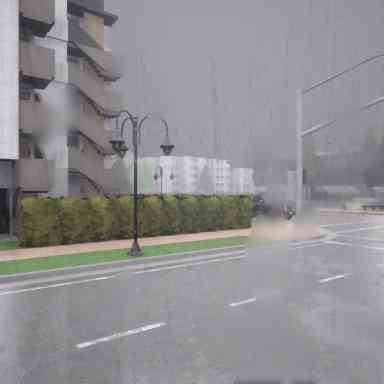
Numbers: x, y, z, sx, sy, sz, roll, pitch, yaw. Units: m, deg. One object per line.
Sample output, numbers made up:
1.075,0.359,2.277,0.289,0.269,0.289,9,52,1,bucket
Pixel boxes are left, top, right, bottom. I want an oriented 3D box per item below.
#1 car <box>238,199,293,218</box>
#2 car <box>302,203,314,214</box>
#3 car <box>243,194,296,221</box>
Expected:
6.882,1.478,31.644,1.882,1.535,5.008,0,0,-37,car
9.685,1.547,33.904,2.033,1.411,5.357,0,0,-38,car
5.776,1.222,27.326,2.150,2.045,5.566,0,0,-38,car
